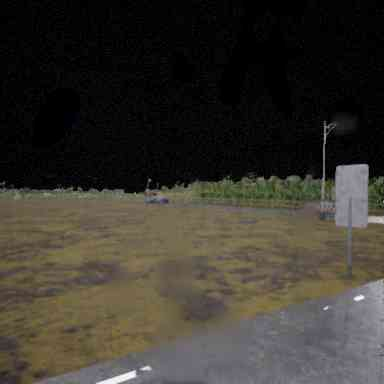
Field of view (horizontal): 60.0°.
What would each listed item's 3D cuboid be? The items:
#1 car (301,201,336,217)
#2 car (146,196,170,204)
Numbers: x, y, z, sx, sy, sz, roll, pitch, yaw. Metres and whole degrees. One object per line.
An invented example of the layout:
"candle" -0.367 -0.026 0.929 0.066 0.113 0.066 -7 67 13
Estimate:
"car" 12.145 1.529 30.414 1.994 1.385 4.181 2 -1 -35
"car" -5.790 1.341 55.973 2.033 1.411 5.357 2 -1 -35
